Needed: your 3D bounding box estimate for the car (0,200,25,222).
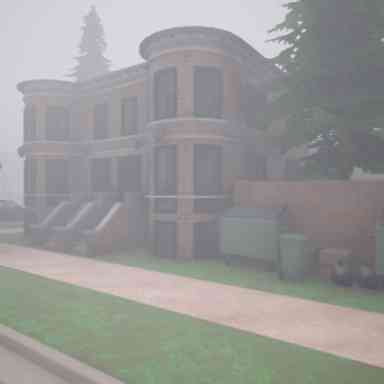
[{"bbox_3d":[-12.948,1.313,23.137,2.097,1.767,4.553,0,0,35],"label":"car"}]
